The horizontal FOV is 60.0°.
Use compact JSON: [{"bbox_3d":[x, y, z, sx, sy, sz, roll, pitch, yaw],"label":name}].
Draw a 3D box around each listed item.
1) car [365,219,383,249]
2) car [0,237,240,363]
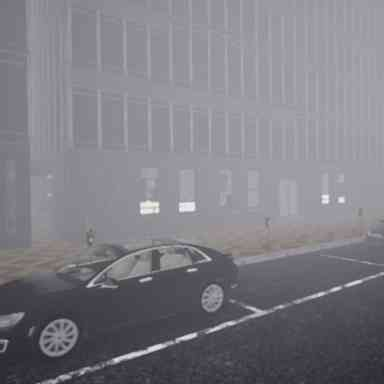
[{"bbox_3d":[8.138,1.400,12.382,4.206,1.307,1.802,-1,1,-36],"label":"car"},{"bbox_3d":[-1.123,1.520,5.762,4.403,1.369,2.008,-1,1,-36],"label":"car"}]
